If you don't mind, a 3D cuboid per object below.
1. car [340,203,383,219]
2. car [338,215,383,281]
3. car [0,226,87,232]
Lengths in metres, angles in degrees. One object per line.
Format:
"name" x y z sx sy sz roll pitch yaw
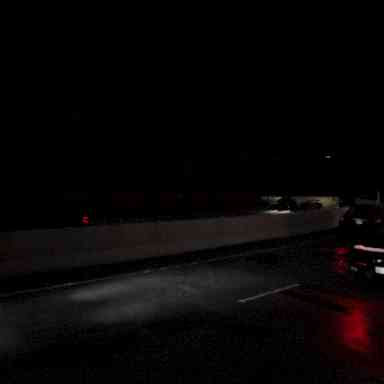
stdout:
"car" 9.122 1.410 16.653 2.097 1.767 4.553 0 0 45
"car" 6.030 1.523 8.906 4.902 1.511 2.128 0 0 -41
"car" -6.595 1.261 12.244 5.566 2.045 2.150 0 0 -37
